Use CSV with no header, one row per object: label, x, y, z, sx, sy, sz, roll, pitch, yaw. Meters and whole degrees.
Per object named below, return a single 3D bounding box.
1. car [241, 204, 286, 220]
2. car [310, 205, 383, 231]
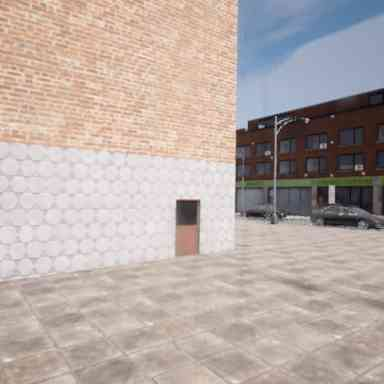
car,6.669,1.863,31.314,1.812,1.442,4.674,2,-2,-35
car,10.048,1.648,21.465,1.837,1.490,4.892,2,-2,-35
